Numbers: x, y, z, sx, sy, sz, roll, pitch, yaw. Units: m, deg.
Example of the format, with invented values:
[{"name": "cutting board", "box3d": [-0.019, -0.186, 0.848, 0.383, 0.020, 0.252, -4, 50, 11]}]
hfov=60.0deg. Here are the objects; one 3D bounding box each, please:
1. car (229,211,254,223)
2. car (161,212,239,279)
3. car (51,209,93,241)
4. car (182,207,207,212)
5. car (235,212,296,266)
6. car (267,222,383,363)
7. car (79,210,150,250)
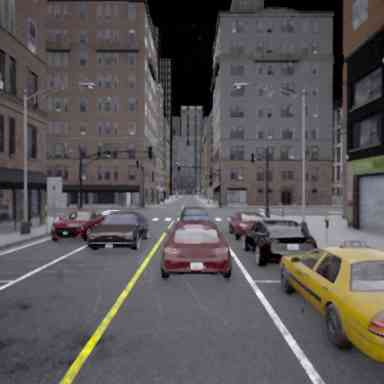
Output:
[{"name": "car", "box3d": [2.873, 1.637, 17.101, 1.802, 1.307, 4.206, -1, 0, 0]}, {"name": "car", "box3d": [0.103, 1.559, 10.015, 1.812, 1.442, 4.674, 0, 0, 0]}, {"name": "car", "box3d": [-5.673, 1.600, 17.101, 1.887, 1.381, 4.507, -1, 0, 0]}, {"name": "car", "box3d": [0.140, 1.614, 20.505, 2.033, 1.411, 5.357, 0, 0, -3]}, {"name": "car", "box3d": [2.871, 1.603, 11.515, 1.947, 1.339, 4.313, -1, 0, 0]}, {"name": "car", "box3d": [2.868, 1.546, 6.099, 1.752, 1.417, 4.829, -1, 0, 0]}, {"name": "car", "box3d": [-2.999, 1.595, 14.730, 2.033, 1.411, 5.357, 0, 0, 0]}]
